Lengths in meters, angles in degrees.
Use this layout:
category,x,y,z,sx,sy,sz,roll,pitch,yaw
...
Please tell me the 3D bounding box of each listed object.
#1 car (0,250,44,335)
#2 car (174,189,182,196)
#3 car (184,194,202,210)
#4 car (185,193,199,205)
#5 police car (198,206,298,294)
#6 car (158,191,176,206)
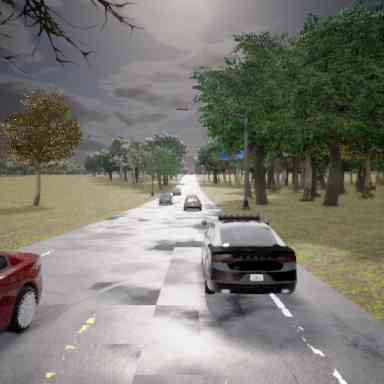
category,x,y,z,sx,sy,sz,roll,pitch,yaw
car,-3.599,1.473,3.943,1.882,1.535,5.008,0,0,0
car,-3.487,0.102,79.308,1.837,1.490,4.892,0,2,0
car,0.077,1.263,37.031,1.994,1.385,4.181,0,1,0
car,0.034,0.987,46.989,1.882,1.535,5.008,0,1,1
police car,1.226,1.411,8.878,1.930,1.638,5.238,0,0,0
car,-3.588,1.034,45.997,1.837,1.490,4.892,0,1,0
